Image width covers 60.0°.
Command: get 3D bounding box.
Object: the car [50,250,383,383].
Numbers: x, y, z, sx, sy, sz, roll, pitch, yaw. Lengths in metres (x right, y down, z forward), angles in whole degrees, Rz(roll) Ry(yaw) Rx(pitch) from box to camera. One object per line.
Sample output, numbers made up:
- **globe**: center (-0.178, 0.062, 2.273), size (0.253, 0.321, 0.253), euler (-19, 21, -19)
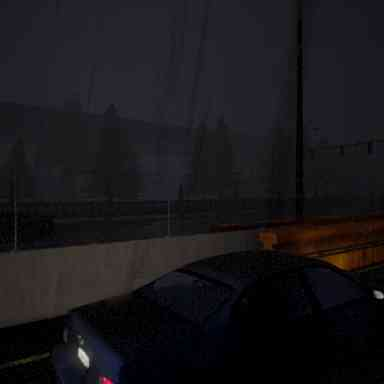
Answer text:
- **car**: center (1.050, 1.548, 4.492), size (5.357, 1.411, 2.033), euler (0, 0, -36)
